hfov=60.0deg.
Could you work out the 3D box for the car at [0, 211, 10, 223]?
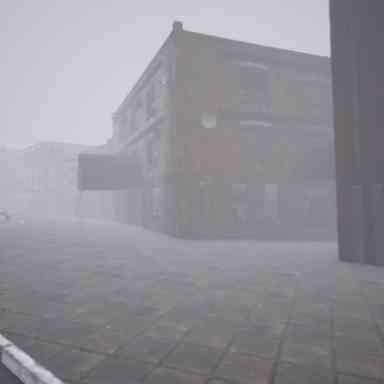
[{"bbox_3d":[-17.598,1.846,27.457,2.231,1.521,4.892,-1,-2,26],"label":"car"}]
